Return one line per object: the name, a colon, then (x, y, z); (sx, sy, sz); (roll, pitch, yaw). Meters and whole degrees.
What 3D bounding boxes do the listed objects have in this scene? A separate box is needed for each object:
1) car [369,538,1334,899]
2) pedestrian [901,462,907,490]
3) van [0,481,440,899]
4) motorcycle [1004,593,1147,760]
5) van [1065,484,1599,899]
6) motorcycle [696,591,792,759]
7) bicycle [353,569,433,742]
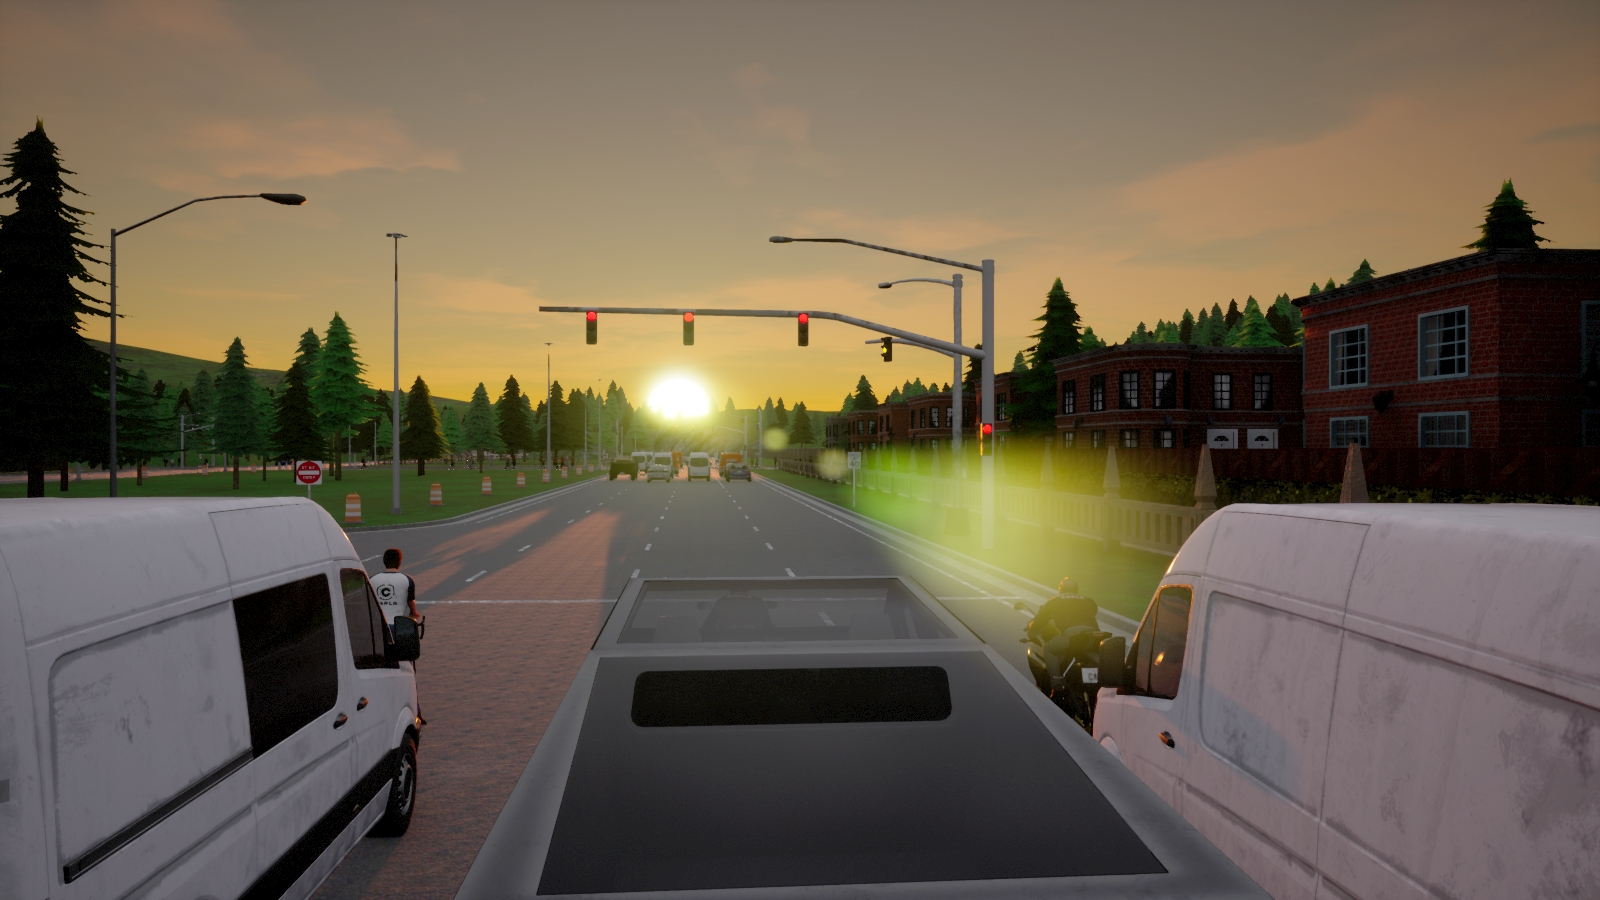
car: (-0.117, 1.754, 5.929); (2.390, 2.098, 6.274); (0, 0, -5)
pedestrian: (6.810, 1.698, 74.872); (0.375, 1.860, 0.375); (0, 0, -5)
van: (-3.677, 1.534, 6.378); (1.988, 2.561, 5.915); (0, 0, -5)
motorcycle: (2.714, 2.205, 11.543); (0.867, 1.251, 2.209); (0, 0, -2)
van: (3.020, 1.534, 5.590); (1.988, 2.561, 5.915); (0, 0, -1)
motorcycle: (-0.613, 2.205, 11.622); (0.867, 1.251, 2.209); (0, 0, -6)
bicycle: (-4.173, 2.056, 11.794); (0.373, 1.496, 1.643); (0, 0, -5)
